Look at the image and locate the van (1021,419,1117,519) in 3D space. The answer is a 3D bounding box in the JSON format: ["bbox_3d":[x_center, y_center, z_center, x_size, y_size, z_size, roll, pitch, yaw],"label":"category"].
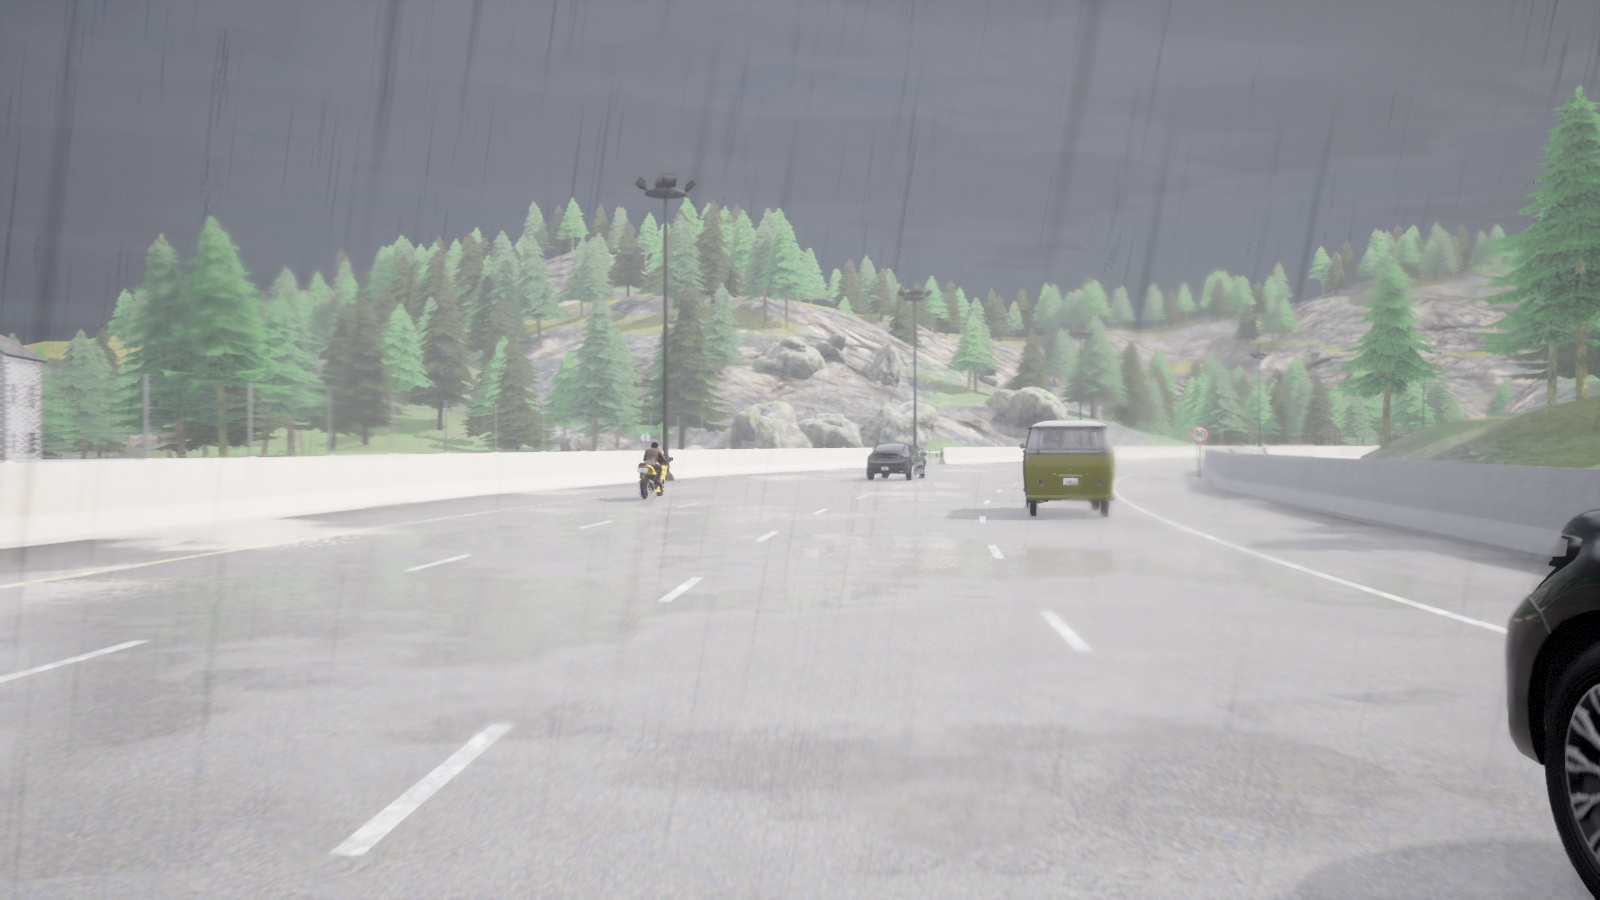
[{"bbox_3d":[5.748,0.363,27.203,1.775,1.987,4.442,0,0,9],"label":"van"}]

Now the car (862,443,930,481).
[{"bbox_3d":[4.012,0.474,51.632,1.837,1.490,4.892,0,0,16],"label":"car"}]

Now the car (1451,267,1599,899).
[{"bbox_3d":[3.535,0.464,2.041,2.150,2.045,5.566,0,0,1],"label":"car"}]

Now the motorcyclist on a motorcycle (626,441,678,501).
[{"bbox_3d":[-3.909,0.532,33.315,0.797,1.523,2.044,1,0,10],"label":"motorcyclist on a motorcycle"}]
